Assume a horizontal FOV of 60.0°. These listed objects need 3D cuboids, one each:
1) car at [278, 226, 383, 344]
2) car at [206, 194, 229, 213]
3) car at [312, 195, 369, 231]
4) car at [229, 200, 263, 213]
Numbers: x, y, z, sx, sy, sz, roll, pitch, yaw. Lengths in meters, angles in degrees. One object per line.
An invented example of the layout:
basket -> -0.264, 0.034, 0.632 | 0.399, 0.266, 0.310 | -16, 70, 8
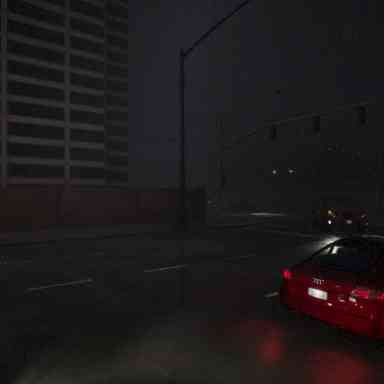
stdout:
car -> 3.614, 1.564, 6.376 | 4.181, 1.385, 1.994 | 0, 0, -35
car -> 1.138, 1.223, 36.837 | 2.150, 2.045, 5.566 | 0, 0, -36
car -> 8.763, 1.223, 20.127 | 2.150, 2.045, 5.566 | 2, 0, 11
car -> 5.733, 1.564, 36.456 | 1.994, 1.385, 4.181 | 0, 0, -36
